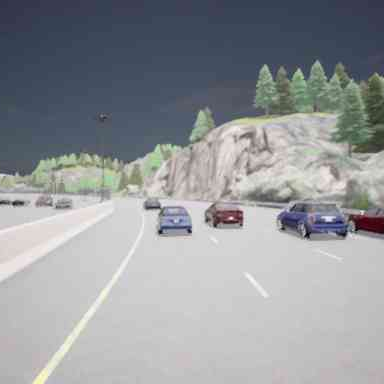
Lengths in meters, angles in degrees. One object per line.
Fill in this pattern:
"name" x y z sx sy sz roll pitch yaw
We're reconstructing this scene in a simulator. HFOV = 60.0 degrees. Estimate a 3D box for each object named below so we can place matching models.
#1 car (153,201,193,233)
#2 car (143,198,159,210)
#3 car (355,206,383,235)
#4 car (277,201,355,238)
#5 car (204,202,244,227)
"car" -1.076 1.505 19.284 2.033 1.411 5.357 0 0 -6
"car" -5.049 1.477 41.830 1.994 1.385 4.181 0 0 -13
"car" 9.713 1.418 16.478 1.882 1.535 5.008 0 0 -5
"car" 6.102 1.298 17.424 2.097 1.767 4.553 0 0 -5
"car" 2.044 1.421 22.344 1.882 1.535 5.008 0 0 -7
